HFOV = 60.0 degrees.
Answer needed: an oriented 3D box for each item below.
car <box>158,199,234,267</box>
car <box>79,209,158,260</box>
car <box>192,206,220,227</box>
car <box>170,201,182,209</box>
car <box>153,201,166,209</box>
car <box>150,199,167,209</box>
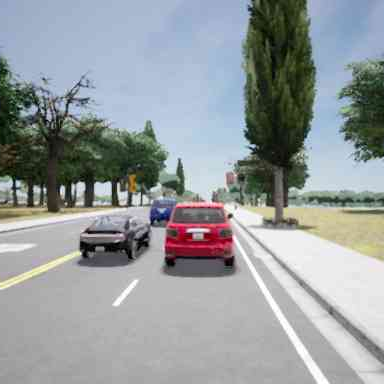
[{"bbox_3d":[0.341,1.372,12.140,2.150,2.045,5.566,0,0,4],"label":"car"},{"bbox_3d":[-2.840,1.662,13.229,2.128,1.511,4.902,0,-1,4],"label":"car"},{"bbox_3d":[1.169,1.898,27.096,2.033,1.411,5.357,0,-1,3],"label":"car"},{"bbox_3d":[-3.198,2.507,66.201,1.837,1.490,4.892,0,-1,4],"label":"car"},{"bbox_3d":[-6.440,2.539,66.371,1.812,1.442,4.674,0,-1,3],"label":"car"},{"bbox_3d":[-2.075,1.586,27.310,2.150,2.045,5.566,0,0,3],"label":"car"}]
